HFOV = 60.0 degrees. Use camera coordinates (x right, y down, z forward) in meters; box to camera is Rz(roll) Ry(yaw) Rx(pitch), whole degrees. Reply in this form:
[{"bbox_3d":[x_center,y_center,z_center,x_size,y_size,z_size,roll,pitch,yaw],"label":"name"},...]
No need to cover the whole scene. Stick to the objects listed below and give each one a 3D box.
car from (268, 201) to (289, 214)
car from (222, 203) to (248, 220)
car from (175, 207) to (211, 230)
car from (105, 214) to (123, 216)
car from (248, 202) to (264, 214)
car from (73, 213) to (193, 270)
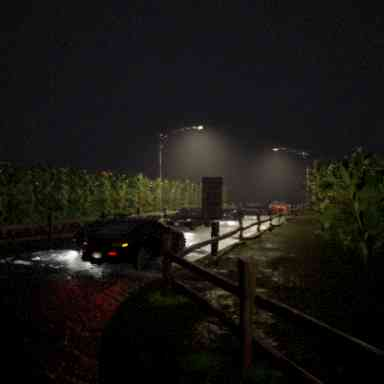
[{"bbox_3d":[11.121,1.949,42.402,2.097,1.767,4.553,0,-1,22],"label":"car"},{"bbox_3d":[3.768,1.969,32.496,1.994,1.385,4.181,0,-1,23],"label":"car"},{"bbox_3d":[-0.098,1.792,23.314,1.812,1.442,4.674,0,-1,23],"label":"car"},{"bbox_3d":[-3.454,1.712,15.336,1.994,1.385,4.181,0,-1,22],"label":"car"},{"bbox_3d":[7.720,2.028,41.808,1.882,1.535,5.008,0,-1,23],"label":"car"},{"bbox_3d":[-1.823,1.655,11.600,1.812,1.442,4.674,0,-1,23],"label":"car"}]
